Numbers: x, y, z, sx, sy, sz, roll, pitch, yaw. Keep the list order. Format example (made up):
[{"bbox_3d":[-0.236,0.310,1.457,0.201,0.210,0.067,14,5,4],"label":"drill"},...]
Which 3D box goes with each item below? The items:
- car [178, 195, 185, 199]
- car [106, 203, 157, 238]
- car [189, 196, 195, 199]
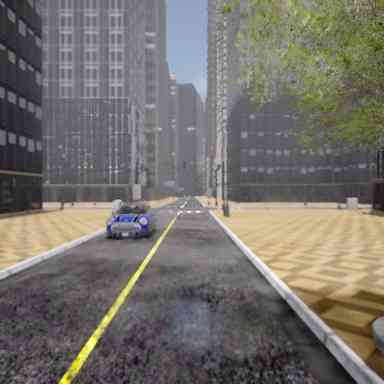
[{"bbox_3d":[-3.026,1.642,95.315,1.837,1.490,4.892,0,0,0],"label":"car"},{"bbox_3d":[-3.102,1.399,17.786,2.097,1.767,4.553,0,0,0],"label":"car"},{"bbox_3d":[-0.023,1.741,85.752,2.033,1.411,5.357,0,0,0],"label":"car"}]
